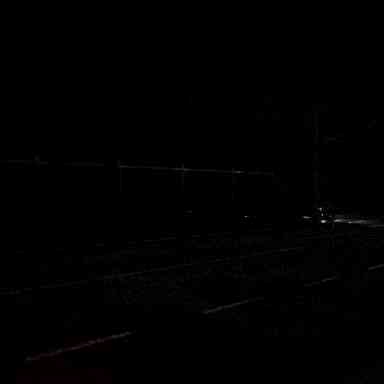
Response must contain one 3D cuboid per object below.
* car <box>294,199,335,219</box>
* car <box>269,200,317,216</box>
[{"bbox_3d":[10.124,1.407,29.150,2.097,1.767,4.553,0,0,-34],"label":"car"},{"bbox_3d":[10.462,1.581,34.835,1.812,1.442,4.674,0,0,-36],"label":"car"}]
